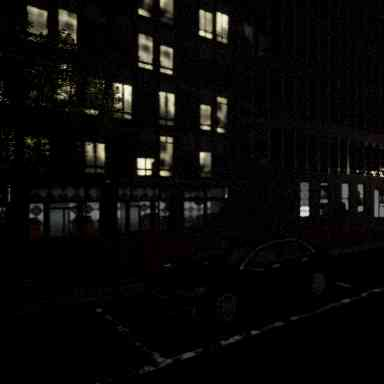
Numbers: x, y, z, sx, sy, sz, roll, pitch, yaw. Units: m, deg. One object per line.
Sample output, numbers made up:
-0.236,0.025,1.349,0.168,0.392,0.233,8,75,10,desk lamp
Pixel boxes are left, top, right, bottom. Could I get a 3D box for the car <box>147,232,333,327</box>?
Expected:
1.185,1.567,6.946,4.403,1.369,2.008,0,0,-36,car
